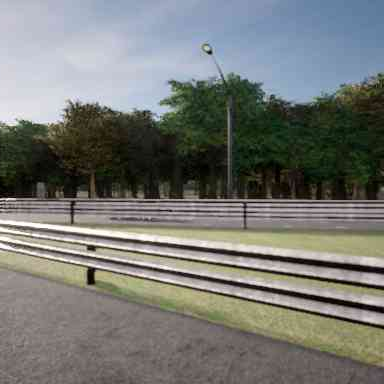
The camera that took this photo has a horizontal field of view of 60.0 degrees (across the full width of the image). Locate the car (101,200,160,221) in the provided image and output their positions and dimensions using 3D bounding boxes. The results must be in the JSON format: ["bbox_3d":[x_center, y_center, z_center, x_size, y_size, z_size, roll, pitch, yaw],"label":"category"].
[{"bbox_3d":[-4.335,1.290,23.709,4.181,1.385,1.994,0,0,19],"label":"car"}]
